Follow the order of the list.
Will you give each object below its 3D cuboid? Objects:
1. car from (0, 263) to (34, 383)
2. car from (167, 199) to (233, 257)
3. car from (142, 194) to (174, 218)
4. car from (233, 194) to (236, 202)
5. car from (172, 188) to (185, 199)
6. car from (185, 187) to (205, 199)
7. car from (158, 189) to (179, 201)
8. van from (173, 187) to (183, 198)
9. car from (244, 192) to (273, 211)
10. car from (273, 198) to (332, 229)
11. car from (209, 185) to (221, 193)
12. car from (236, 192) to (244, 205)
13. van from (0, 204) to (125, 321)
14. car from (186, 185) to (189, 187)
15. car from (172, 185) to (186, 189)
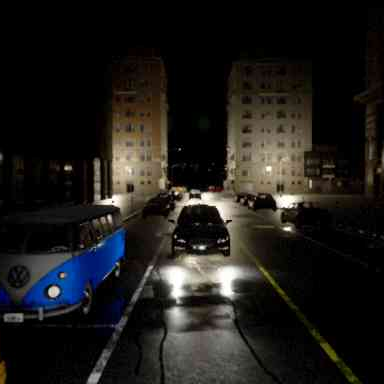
[{"bbox_3d":[-2.503,1.502,0.939,1.752,1.417,4.829,0,1,0],"label":"car"},{"bbox_3d":[0.277,1.247,11.876,1.837,1.490,4.892,0,2,0],"label":"car"},{"bbox_3d":[-2.461,1.069,23.666,1.802,1.307,4.206,0,1,0],"label":"car"},{"bbox_3d":[6.095,0.654,40.541,1.887,1.381,4.507,0,1,0],"label":"car"},{"bbox_3d":[-2.421,0.547,46.220,1.947,1.339,4.313,0,1,0],"label":"car"},{"bbox_3d":[0.441,0.423,48.443,2.128,1.511,4.902,0,1,0],"label":"car"},{"bbox_3d":[-2.451,0.801,29.303,1.967,1.590,4.097,0,1,0],"label":"car"},{"bbox_3d":[-2.401,0.067,57.494,1.690,1.788,3.998,0,1,0],"label":"van"},{"bbox_3d":[6.075,0.803,29.263,1.967,1.590,4.097,0,1,0],"label":"car"},{"bbox_3d":[6.055,1.164,17.990,2.008,1.369,4.403,0,1,0],"label":"car"},{"bbox_3d":[6.175,-0.624,84.458,2.192,1.841,5.009,0,1,0],"label":"car"},{"bbox_3d":[6.085,0.818,34.904,1.802,1.307,4.206,0,1,0],"label":"car"},{"bbox_3d":[-2.492,1.196,6.746,1.690,1.788,3.998,0,1,0],"label":"van"},{"bbox_3d":[-2.351,-0.411,84.336,1.752,1.417,4.829,0,1,0],"label":"car"},{"bbox_3d":[-2.411,0.169,51.854,2.192,1.841,5.009,0,1,0],"label":"car"}]
